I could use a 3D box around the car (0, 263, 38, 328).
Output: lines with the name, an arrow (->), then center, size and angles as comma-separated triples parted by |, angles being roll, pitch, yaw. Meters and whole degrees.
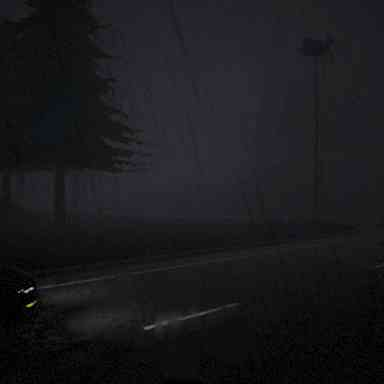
car -> -4.817, 1.504, 4.610 | 4.892, 1.490, 1.837 | 0, 0, -36
